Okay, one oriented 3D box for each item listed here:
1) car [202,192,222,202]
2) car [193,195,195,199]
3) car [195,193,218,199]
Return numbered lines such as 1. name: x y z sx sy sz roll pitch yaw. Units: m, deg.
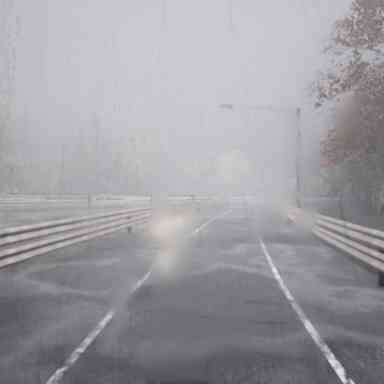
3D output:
1. car: 4.525 1.109 75.285 2.150 2.045 5.566 0 -1 32
2. car: 1.528 1.373 77.096 1.837 1.490 4.892 0 -1 32
3. car: 3.273 1.302 66.600 2.033 1.411 5.357 0 -1 32
